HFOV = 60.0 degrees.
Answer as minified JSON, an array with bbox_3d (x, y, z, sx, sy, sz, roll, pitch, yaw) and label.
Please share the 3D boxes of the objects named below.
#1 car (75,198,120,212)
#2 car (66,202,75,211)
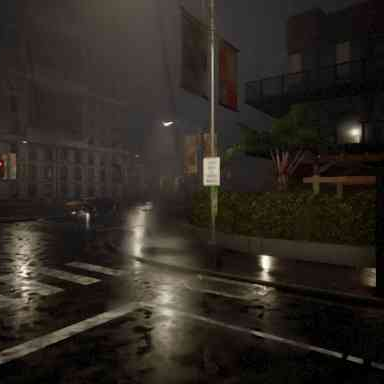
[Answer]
[{"bbox_3d":[-10.581,1.505,38.361,1.837,1.490,4.892,0,0,36],"label":"car"},{"bbox_3d":[-13.077,1.478,40.905,1.882,1.535,5.008,0,0,35],"label":"car"}]
